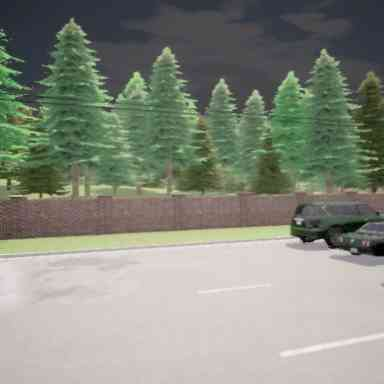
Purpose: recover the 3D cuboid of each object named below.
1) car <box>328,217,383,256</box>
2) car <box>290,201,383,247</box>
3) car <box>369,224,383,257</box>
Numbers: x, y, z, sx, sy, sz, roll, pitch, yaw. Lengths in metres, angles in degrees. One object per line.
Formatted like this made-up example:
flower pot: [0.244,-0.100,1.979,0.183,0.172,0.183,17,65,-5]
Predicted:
car: [7.794,1.745,12.394,4.718,1.301,1.895,-1,-1,-18]
car: [7.400,1.461,15.960,5.566,2.045,2.150,-1,-1,-18]
car: [7.193,1.588,8.526,4.674,1.442,1.812,-1,-1,-18]
